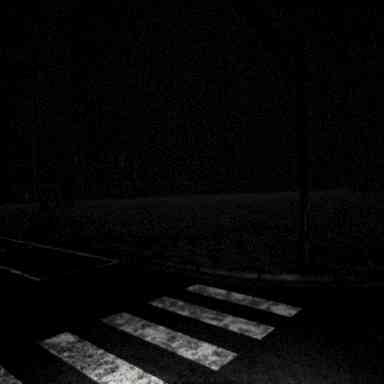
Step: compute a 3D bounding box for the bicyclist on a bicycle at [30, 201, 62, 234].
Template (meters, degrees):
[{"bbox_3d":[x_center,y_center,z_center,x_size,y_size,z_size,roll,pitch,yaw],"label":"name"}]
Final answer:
[{"bbox_3d":[-7.419,1.280,16.915,0.582,1.620,1.656,-1,1,41],"label":"bicyclist on a bicycle"}]
